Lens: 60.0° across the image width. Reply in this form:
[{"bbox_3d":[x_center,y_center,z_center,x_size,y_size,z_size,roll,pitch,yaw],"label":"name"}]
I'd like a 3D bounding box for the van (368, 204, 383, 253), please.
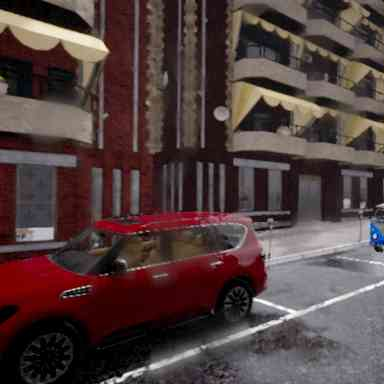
[{"bbox_3d":[8.005,1.272,12.028,3.998,1.788,1.690,-1,1,-36],"label":"van"}]

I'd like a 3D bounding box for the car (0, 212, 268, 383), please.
[{"bbox_3d":[-0.895,1.334,5.465,5.009,1.841,2.192,-1,1,-36],"label":"car"}]
